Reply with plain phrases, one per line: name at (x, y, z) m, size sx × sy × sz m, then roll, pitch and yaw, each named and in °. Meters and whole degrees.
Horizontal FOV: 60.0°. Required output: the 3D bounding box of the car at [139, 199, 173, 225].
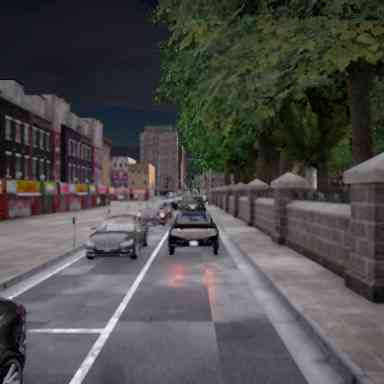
car at (-2.644, 1.479, 23.068) m, size 1.967 × 1.590 × 4.097 m, roll 0°, pitch 0°, yaw 0°

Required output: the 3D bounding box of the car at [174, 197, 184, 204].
car at (-2.625, 1.682, 68.622) m, size 1.947 × 1.339 × 4.313 m, roll 0°, pitch 0°, yaw 0°

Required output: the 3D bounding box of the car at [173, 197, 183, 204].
car at (-2.625, 1.691, 64.959) m, size 1.802 × 1.307 × 4.206 m, roll 0°, pitch 0°, yaw 0°

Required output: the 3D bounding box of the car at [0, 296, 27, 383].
car at (-2.654, 1.569, 1.988) m, size 1.947 × 1.339 × 4.313 m, roll 0°, pitch 0°, yaw 0°

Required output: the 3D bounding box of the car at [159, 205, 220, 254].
car at (0.068, 1.512, 13.540) m, size 2.128 × 1.511 × 4.902 m, roll 0°, pitch 0°, yaw 0°

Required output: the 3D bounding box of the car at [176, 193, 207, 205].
car at (0.068, 1.271, 28.003) m, size 2.150 × 2.045 × 5.566 m, roll 0°, pitch 0°, yaw 0°

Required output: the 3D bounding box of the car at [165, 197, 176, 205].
car at (-2.642, 1.488, 28.340) m, size 1.967 × 1.590 × 4.097 m, roll 0°, pitch 0°, yaw 0°

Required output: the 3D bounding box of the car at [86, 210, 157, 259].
car at (-2.649, 1.571, 12.529) m, size 2.008 × 1.369 × 4.403 m, roll 0°, pitch 0°, yaw 0°

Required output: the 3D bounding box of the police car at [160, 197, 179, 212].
police car at (-2.742, 1.495, 41.370) m, size 1.930 × 1.638 × 5.238 m, roll 0°, pitch 0°, yaw 0°
